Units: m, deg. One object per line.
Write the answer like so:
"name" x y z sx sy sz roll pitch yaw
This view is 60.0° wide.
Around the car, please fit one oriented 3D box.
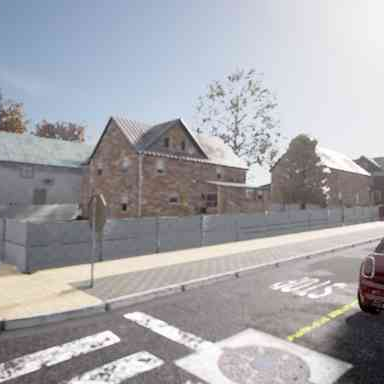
"car" 5.217 1.413 6.786 4.553 1.767 2.097 1 -2 -43
